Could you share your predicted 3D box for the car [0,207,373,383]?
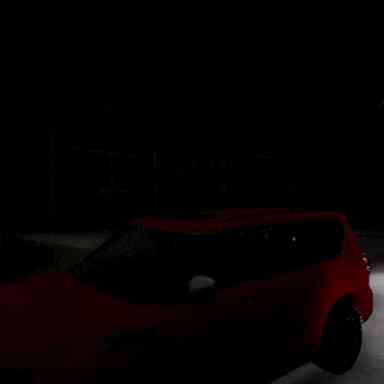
[{"bbox_3d":[0.065,1.260,4.088,5.566,2.045,2.150,0,-1,-37],"label":"car"}]
